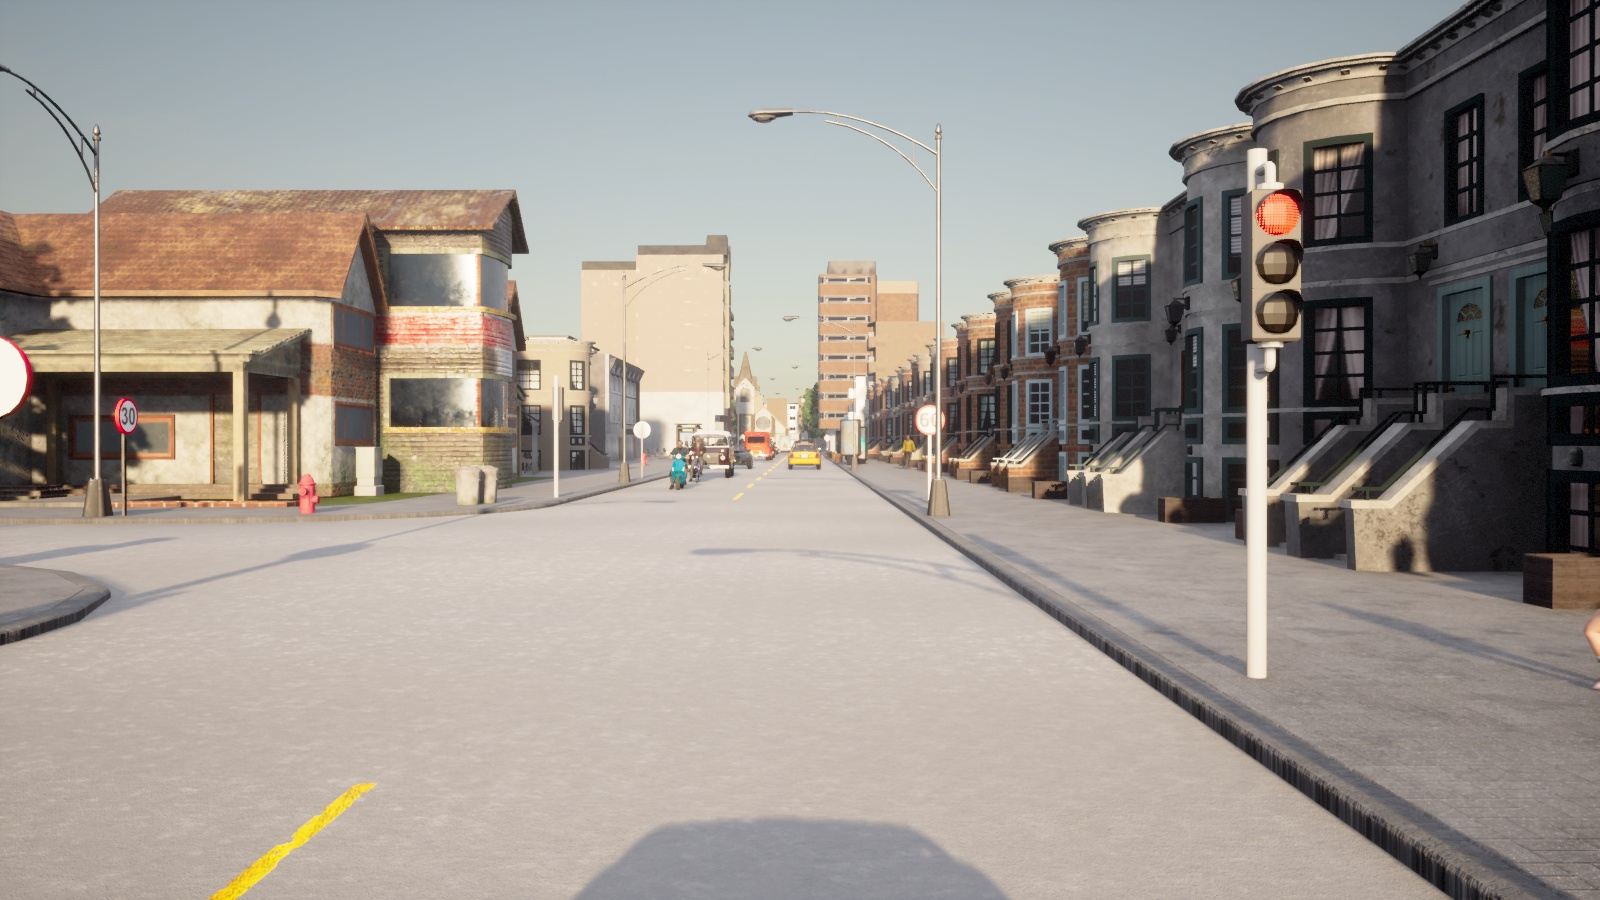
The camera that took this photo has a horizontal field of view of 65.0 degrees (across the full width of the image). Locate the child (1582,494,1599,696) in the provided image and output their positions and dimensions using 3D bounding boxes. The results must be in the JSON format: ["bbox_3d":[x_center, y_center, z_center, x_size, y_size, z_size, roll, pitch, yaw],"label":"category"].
[{"bbox_3d":[4.565,0.801,6.881,0.255,1.110,0.394,0,0,-23],"label":"child"}]

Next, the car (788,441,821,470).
[{"bbox_3d":[0.256,0.283,71.346,1.801,1.575,5.366,0,0,0],"label":"car"}]

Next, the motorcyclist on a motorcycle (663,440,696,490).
[{"bbox_3d":[-3.856,0.469,40.343,0.866,1.590,1.817,0,0,0],"label":"motorcyclist on a motorcycle"}]

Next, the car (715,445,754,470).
[{"bbox_3d":[-3.742,0.400,72.177,1.994,1.385,4.181,0,0,0],"label":"car"}]

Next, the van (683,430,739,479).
[{"bbox_3d":[-3.807,0.160,54.387,2.069,2.038,4.480,0,0,0],"label":"van"}]

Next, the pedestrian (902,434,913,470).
[{"bbox_3d":[5.533,0.096,64.515,0.431,1.840,0.709,0,0,17],"label":"pedestrian"}]
